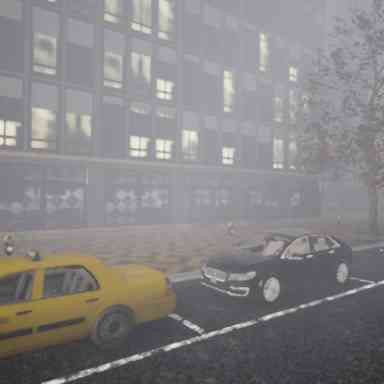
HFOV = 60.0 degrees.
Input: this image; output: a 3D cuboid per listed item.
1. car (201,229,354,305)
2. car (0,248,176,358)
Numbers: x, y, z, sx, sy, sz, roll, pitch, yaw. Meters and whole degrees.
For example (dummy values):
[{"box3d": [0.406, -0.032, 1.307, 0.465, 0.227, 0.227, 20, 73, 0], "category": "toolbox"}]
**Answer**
[{"box3d": [2.232, 1.619, 8.146, 4.403, 1.369, 2.008, 1, 0, -35], "category": "car"}, {"box3d": [-2.543, 1.531, 4.743, 4.829, 1.417, 1.752, 1, 0, -35], "category": "car"}]
